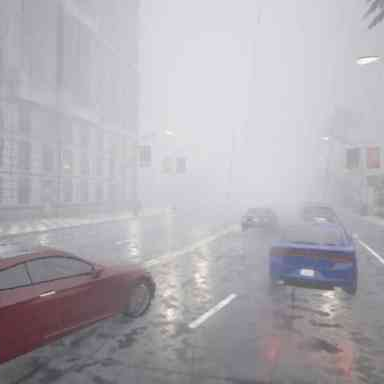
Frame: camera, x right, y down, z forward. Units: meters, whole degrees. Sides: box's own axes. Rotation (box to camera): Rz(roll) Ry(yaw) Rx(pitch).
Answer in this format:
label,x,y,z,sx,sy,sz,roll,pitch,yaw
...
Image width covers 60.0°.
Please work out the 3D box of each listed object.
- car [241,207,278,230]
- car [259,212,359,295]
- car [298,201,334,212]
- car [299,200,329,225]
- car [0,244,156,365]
label,x,y,z,sx,sy,sz,roll,pitch,yaw
car,4.416,1.676,21.495,2.033,1.411,5.357,0,0,19
car,3.428,1.540,9.124,1.882,1.535,5.008,0,0,25
car,7.004,1.479,18.475,2.097,1.767,4.553,0,0,20
car,9.729,1.532,26.713,2.097,1.767,4.553,0,0,19
car,-2.517,1.539,5.137,1.812,1.442,4.674,0,0,32
